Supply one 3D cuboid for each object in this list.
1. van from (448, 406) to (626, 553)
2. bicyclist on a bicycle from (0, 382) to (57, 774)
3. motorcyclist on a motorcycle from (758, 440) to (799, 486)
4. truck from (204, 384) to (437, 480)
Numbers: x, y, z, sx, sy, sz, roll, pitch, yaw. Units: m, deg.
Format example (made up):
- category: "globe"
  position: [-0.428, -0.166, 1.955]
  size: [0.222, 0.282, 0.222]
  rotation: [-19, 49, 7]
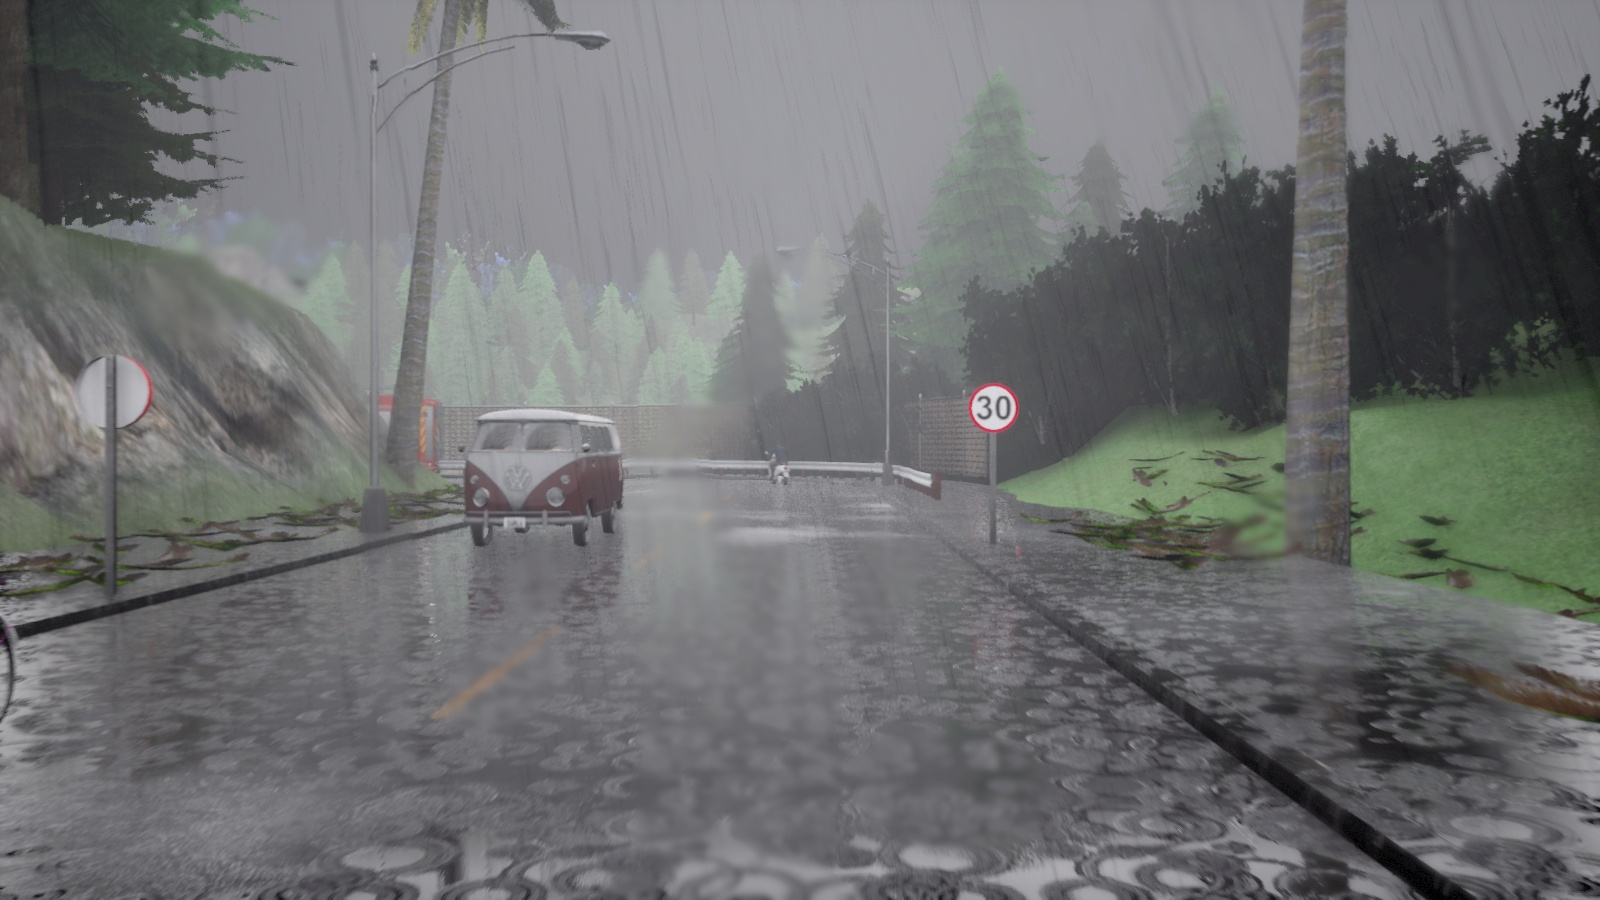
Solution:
- category: "van"
  position: [-3.879, 0.387, 19.286]
  size: [1.775, 1.987, 4.442]
  rotation: [0, 0, 0]
- category: "bicyclist on a bicycle"
  position: [-3.956, 0.585, 5.194]
  size: [0.659, 1.776, 1.843]
  rotation: [0, 0, 0]
- category: "motorcyclist on a motorcycle"
  position: [-0.782, 0.450, 44.536]
  size: [0.866, 1.590, 1.817]
  rotation: [-2, 1, -20]
- category: "truck"
  position: [-19.554, -0.725, 51.580]
  size: [8.468, 3.827, 2.891]
  rotation: [0, 0, -1]
